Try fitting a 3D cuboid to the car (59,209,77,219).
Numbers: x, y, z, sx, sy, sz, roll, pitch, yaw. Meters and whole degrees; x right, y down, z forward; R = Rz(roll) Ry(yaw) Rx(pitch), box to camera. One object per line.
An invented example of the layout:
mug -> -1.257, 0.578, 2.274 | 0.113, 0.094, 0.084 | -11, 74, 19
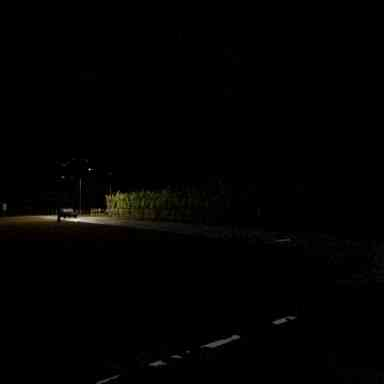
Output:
car -> -18.776, 3.238, 50.065 | 2.128, 1.511, 4.902 | 1, -3, -36
